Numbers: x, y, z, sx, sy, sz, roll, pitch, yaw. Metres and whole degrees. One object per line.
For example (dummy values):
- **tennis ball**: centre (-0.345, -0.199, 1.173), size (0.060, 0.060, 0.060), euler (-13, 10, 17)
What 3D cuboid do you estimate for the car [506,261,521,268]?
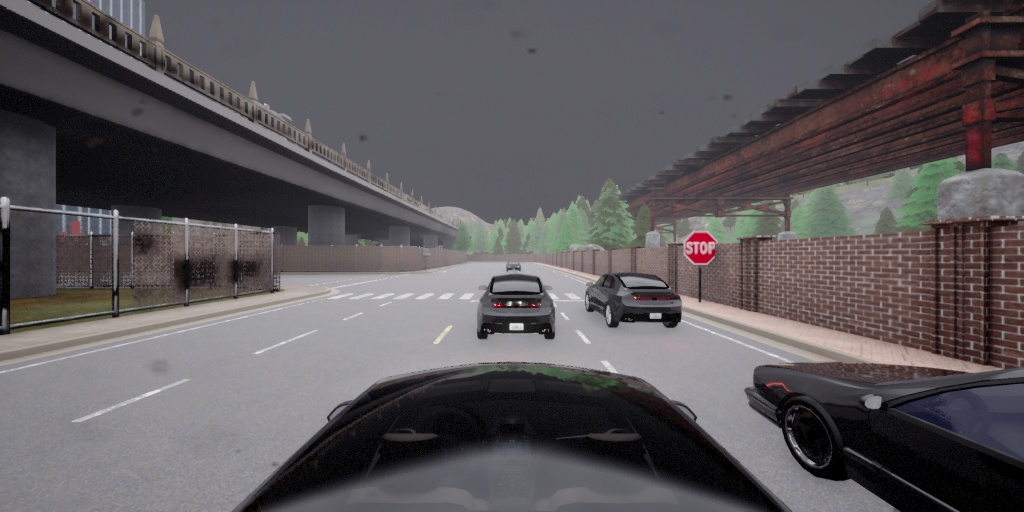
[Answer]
- **car**: centre (0.184, 1.351, 46.316), size (1.895, 1.301, 4.718), euler (0, 0, -1)

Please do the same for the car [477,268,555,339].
- **car**: centre (0.099, 1.255, 10.034), size (1.837, 1.490, 4.892), euler (0, 0, 0)

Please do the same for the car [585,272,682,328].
- **car**: centre (3.600, 1.255, 11.393), size (1.837, 1.490, 4.892), euler (0, 0, 0)

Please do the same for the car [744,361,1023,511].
- **car**: centre (3.600, 1.297, 1.647), size (2.033, 1.411, 5.357), euler (0, 0, 0)
